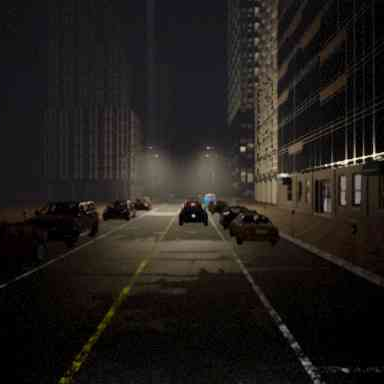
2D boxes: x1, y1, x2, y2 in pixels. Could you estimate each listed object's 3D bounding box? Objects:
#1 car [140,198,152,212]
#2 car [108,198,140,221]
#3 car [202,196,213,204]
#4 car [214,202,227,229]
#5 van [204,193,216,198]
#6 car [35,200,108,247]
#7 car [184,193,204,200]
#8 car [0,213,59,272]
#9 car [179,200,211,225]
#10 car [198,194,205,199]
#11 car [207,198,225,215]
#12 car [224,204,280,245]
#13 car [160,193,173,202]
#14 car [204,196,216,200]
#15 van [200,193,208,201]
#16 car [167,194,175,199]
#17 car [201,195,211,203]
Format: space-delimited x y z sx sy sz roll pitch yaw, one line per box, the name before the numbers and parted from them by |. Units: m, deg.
car | -5.687 1.367 37.813 1.967 1.590 4.097 0 0 0
car | -5.686 1.396 26.441 1.967 1.590 4.097 0 0 0
car | 2.691 1.449 59.127 1.802 1.307 4.206 1 0 0
car | 2.694 1.533 20.746 1.947 1.339 4.313 0 0 0
van | 2.694 1.239 48.497 1.690 1.788 3.998 0 0 0
car | -5.684 1.293 15.068 2.192 1.841 5.009 0 0 0
car | 0.097 1.270 41.234 2.097 1.767 4.553 0 0 0
car | -5.686 1.532 9.383 1.887 1.381 4.507 0 0 0
car | 0.098 1.525 23.603 1.994 1.385 4.181 0 0 0
car | 2.690 1.267 91.182 1.752 1.417 4.829 1 0 0
car | 2.693 1.524 32.115 1.802 1.307 4.206 0 0 0
car | 2.695 1.503 15.230 1.752 1.417 4.829 0 0 0
car | -5.689 1.375 69.765 1.887 1.381 4.507 1 0 0
car | 2.693 1.472 37.801 1.887 1.381 4.507 0 0 0
van | 2.693 1.151 75.069 1.690 1.788 3.998 1 0 0
car | -5.690 1.294 91.016 2.008 1.369 4.403 1 0 0
car | 2.692 1.374 64.610 1.752 1.417 4.829 1 0 0
